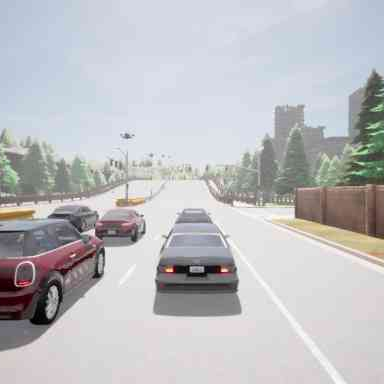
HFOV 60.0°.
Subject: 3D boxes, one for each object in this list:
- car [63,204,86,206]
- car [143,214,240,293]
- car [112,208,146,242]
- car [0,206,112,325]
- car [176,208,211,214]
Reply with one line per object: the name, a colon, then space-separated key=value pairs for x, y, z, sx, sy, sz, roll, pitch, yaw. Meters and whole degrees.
car: x=-6.900 y=1.504 z=19.780 sx=1.837 sy=1.490 sz=4.892 roll=0 pitch=0 yaw=0
car: x=0.100 y=1.547 z=8.965 sx=2.033 sy=1.411 sz=5.357 roll=0 pitch=0 yaw=0
car: x=-3.402 y=1.526 z=16.255 sx=1.812 sy=1.442 sz=4.674 roll=0 pitch=0 yaw=-1
car: x=-3.401 y=1.352 z=7.260 sx=2.097 sy=1.767 sz=4.553 roll=0 pitch=0 yaw=0
car: x=0.101 y=1.564 z=18.205 sx=1.994 sy=1.385 sz=4.181 roll=0 pitch=0 yaw=0
